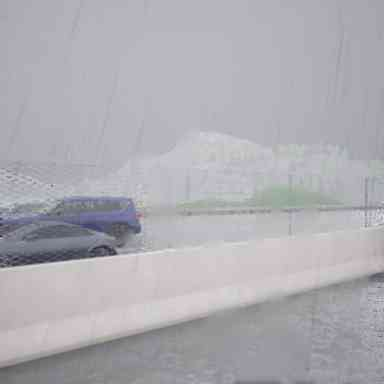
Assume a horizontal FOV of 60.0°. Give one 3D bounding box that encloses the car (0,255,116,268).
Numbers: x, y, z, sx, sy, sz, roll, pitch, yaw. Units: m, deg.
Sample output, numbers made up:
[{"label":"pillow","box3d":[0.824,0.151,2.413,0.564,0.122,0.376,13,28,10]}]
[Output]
[{"label":"car","box3d":[-4.287,1.540,9.399,4.181,1.385,1.994,0,0,-34]}]
